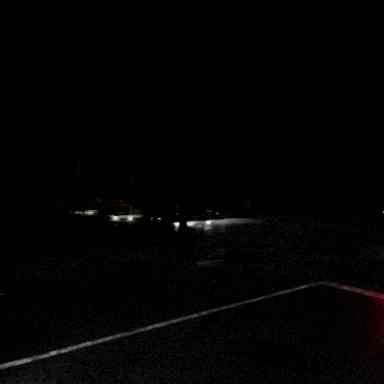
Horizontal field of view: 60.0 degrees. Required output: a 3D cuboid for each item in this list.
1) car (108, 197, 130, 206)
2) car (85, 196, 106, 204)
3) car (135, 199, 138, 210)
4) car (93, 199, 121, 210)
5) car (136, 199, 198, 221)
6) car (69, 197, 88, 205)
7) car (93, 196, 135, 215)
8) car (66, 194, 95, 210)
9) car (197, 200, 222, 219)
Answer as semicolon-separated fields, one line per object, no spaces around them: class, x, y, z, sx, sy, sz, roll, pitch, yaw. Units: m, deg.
car;-12.724;1.640;57.749;1.895;1.301;4.718;0;0;-39
car;-19.059;1.529;65.539;2.128;1.511;4.902;0;0;-38
car;-5.267;1.520;36.946;2.128;1.511;4.902;0;0;-39
car;-11.442;1.629;44.649;1.895;1.301;4.718;0;0;-39
car;-2.196;1.571;27.524;2.033;1.411;5.357;0;0;-39
car;-21.567;1.632;63.072;1.895;1.301;4.718;0;0;-38
car;-8.332;1.500;35.170;1.882;1.535;5.008;0;0;-39
car;-14.867;1.243;43.329;2.150;2.045;5.566;0;0;-38
car;0.622;1.535;29.606;1.837;1.490;4.892;0;0;-39
